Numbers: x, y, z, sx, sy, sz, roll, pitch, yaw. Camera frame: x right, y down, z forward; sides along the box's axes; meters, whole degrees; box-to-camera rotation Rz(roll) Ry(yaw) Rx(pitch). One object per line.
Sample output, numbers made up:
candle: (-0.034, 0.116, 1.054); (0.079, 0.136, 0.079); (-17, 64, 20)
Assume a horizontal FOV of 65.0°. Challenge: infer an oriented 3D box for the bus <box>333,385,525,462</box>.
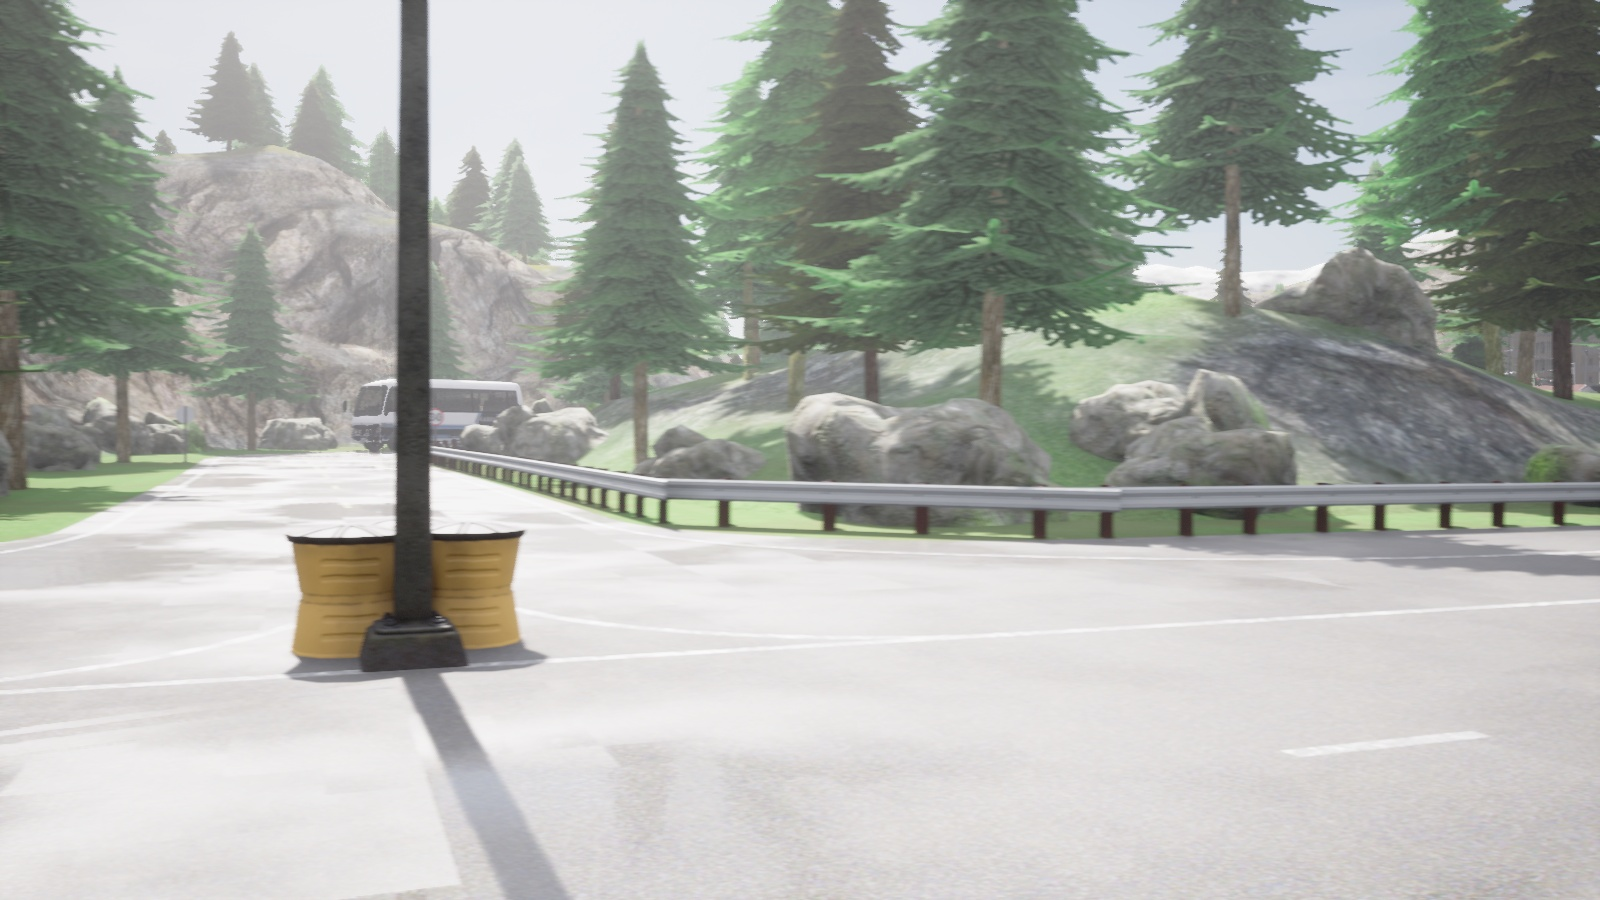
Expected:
bus: (-21.733, -1.574, 74.249); (3.944, 4.253, 10.273); (-1, 1, 41)
